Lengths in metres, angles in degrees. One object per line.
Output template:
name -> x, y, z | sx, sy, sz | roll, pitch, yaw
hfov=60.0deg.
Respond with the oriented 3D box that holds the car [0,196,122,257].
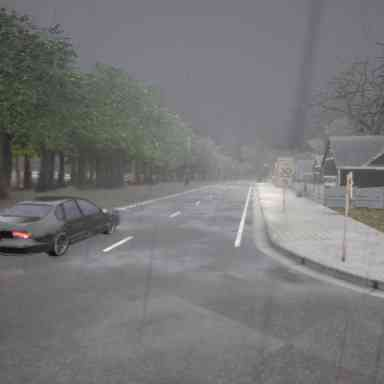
car -> -3.891, 0.831, 9.792 | 2.033, 1.411, 5.357 | 2, 3, 11
